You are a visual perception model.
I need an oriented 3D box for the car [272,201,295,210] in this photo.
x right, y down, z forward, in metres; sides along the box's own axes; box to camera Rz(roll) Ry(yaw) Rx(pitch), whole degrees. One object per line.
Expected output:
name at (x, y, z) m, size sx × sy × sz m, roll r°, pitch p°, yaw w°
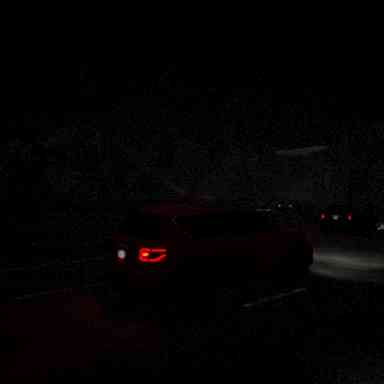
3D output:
car at (14.290, 2.087, 51.949) m, size 1.994 × 1.385 × 4.181 m, roll -1°, pitch -1°, yaw 38°

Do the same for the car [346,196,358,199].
car at (35.771, 1.822, 74.299) m, size 2.150 × 2.045 × 5.566 m, roll -1°, pitch -1°, yaw 24°

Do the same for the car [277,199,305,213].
car at (13.547, 1.800, 45.409) m, size 2.097 × 1.767 × 4.553 m, roll -1°, pitch -1°, yaw 40°

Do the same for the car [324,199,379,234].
car at (9.902, 1.526, 20.799) m, size 4.553 × 1.767 × 2.097 m, roll 0°, pitch -1°, yaw -43°

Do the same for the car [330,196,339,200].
car at (34.864, 1.814, 81.056) m, size 1.837 × 1.490 × 4.892 m, roll -1°, pitch -1°, yaw 22°

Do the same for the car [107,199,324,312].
car at (0.697, 1.324, 8.257) m, size 5.566 × 2.045 × 2.150 m, roll 0°, pitch 0°, yaw -38°

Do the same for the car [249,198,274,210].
car at (11.347, 1.926, 53.852) m, size 2.097 × 1.767 × 4.553 m, roll -1°, pitch -1°, yaw 38°

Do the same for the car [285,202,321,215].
car at (13.336, 1.926, 39.678) m, size 2.033 × 1.411 × 5.357 m, roll -1°, pitch -1°, yaw 42°
